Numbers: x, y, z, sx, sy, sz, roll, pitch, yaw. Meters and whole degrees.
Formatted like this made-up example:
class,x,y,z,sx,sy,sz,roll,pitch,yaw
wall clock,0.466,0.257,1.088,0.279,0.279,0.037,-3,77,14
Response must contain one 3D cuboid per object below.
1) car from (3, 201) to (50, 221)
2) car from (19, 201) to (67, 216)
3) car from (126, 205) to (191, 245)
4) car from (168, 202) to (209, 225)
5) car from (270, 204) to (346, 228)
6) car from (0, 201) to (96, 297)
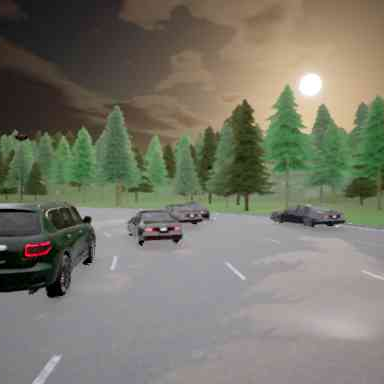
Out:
class,x,y,z,sx,sy,sz,roll,pitch,yaw
car,-14.558,1.603,29.118,4.902,1.511,2.128,0,0,43
car,-15.594,1.667,34.706,5.357,1.411,2.033,0,0,34
car,-1.929,1.563,15.859,2.033,1.411,5.357,0,0,-18
car,-1.225,1.559,23.311,2.033,1.411,5.357,0,0,-29
car,7.336,1.496,21.722,2.033,1.411,5.357,0,0,-23
car,-4.001,1.253,8.657,2.150,2.045,5.566,0,0,-7
